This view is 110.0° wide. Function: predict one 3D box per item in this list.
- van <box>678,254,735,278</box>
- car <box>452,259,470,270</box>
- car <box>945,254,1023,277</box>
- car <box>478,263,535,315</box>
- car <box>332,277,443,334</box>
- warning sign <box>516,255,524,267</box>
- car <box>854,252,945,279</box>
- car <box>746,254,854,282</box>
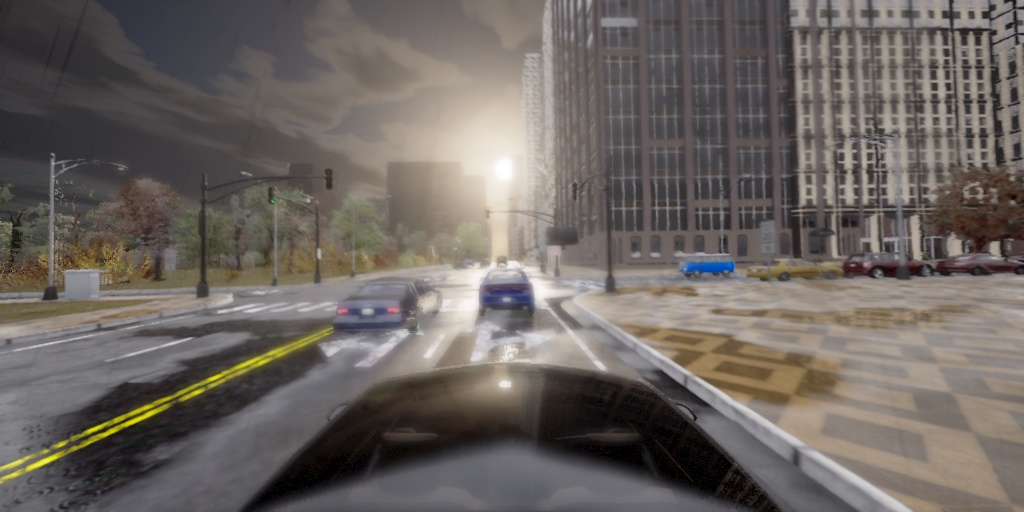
[{"bbox_3d":[15.264,0.752,28.147,3.998,1.789,1.690,0,0,-2],"label":"van"},{"bbox_3d":[-8.055,1.399,55.555,1.994,1.385,4.181,-1,0,-1],"label":"car"},{"bbox_3d":[26.861,0.522,20.598,4.207,1.307,1.802,0,0,-2],"label":"car"},{"bbox_3d":[-0.210,1.196,13.596,1.882,1.535,5.008,-1,0,-1],"label":"car"},{"bbox_3d":[-3.398,1.331,10.832,2.033,1.411,5.357,-1,0,-1],"label":"car"},{"bbox_3d":[1.334,0.780,56.694,1.300,1.860,1.060,0,0,-2],"label":"warning sign"},{"bbox_3d":[21.283,0.510,20.366,4.097,1.591,1.967,0,0,-2],"label":"car"},{"bbox_3d":[15.874,0.725,20.143,4.829,1.417,1.751,0,0,-2],"label":"car"}]
